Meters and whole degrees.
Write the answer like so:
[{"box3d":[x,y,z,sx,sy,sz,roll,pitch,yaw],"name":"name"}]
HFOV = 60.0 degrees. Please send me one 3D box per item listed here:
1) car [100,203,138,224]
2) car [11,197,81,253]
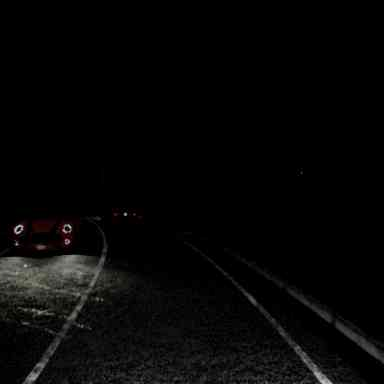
[{"box3d":[-5.404,1.512,24.152,2.033,1.411,5.357,2,-1,-24],"name":"car"},{"box3d":[-5.684,1.282,13.472,2.097,1.767,4.553,1,0,-15],"name":"car"}]
